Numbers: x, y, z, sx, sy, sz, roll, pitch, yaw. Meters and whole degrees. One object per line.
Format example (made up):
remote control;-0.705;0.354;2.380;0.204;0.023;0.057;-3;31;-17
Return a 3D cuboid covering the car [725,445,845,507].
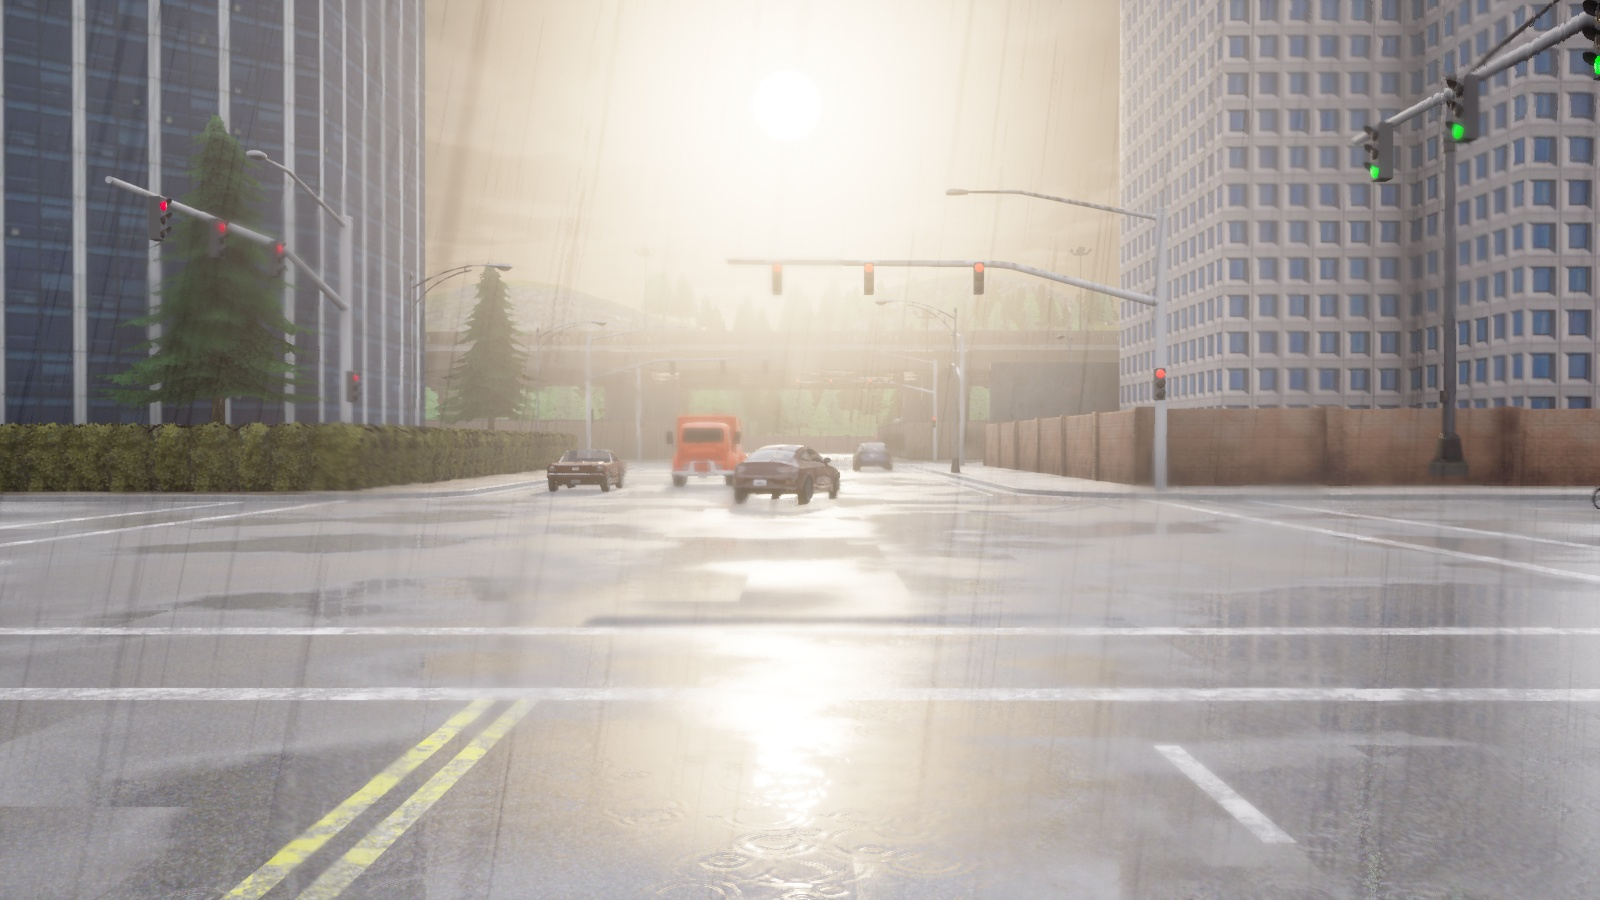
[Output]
car;-0.286;0.592;31.899;1.812;1.442;4.674;0;0;16

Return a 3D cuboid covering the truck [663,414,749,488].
truck;-3.246;0.006;44.496;2.627;2.467;5.204;0;0;0

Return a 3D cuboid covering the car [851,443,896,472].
car;3.876;0.370;67.134;2.163;1.488;4.792;0;0;0

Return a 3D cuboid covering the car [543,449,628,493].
car;-6.769;0.615;40.157;1.895;1.301;4.718;0;0;0

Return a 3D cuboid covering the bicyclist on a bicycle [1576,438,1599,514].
bicyclist on a bicycle;17.738;0.545;27.051;1.509;1.612;0.866;0;0;0
